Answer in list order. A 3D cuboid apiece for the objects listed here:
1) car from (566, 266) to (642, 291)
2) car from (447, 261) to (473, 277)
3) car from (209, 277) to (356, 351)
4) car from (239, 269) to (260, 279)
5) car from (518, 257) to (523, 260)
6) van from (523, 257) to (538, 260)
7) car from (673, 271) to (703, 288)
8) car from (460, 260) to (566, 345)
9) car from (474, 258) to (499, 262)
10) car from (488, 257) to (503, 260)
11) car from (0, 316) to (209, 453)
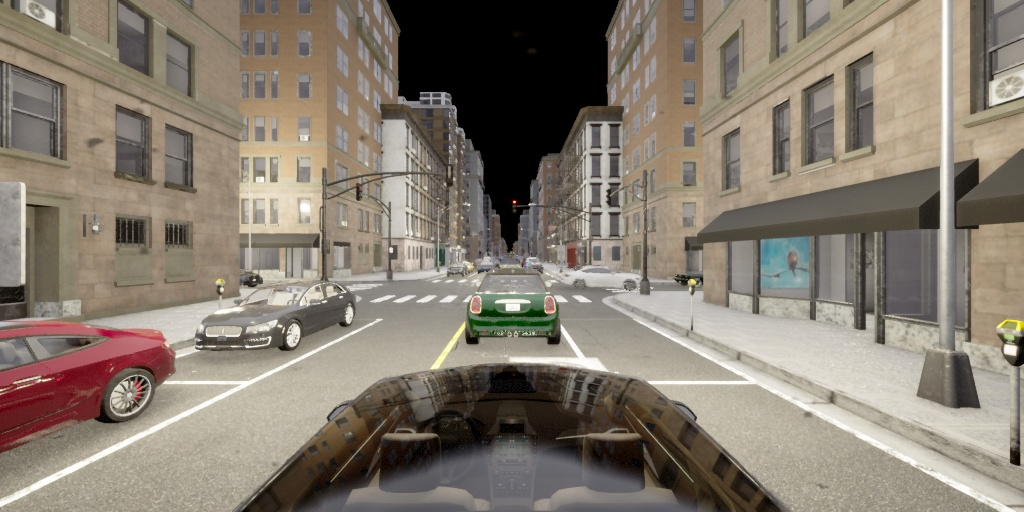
[{"bbox_3d":[5.478,1.309,21.807,4.674,1.442,1.812,0,1,13],"label":"car"},{"bbox_3d":[-5.393,1.296,35.719,2.007,1.370,4.403,0,0,0],"label":"car"},{"bbox_3d":[-5.389,1.300,8.843,2.007,1.370,4.403,0,0,0],"label":"car"},{"bbox_3d":[-17.145,1.223,21.077,4.181,1.385,1.994,0,0,0],"label":"car"},{"bbox_3d":[2.640,1.056,62.752,2.192,1.841,5.009,0,0,0],"label":"car"},{"bbox_3d":[2.637,1.084,46.533,1.690,1.789,3.998,0,0,0],"label":"van"},{"bbox_3d":[13.495,1.431,24.079,4.718,1.301,1.895,0,0,0],"label":"car"},{"bbox_3d":[0.040,1.102,9.685,2.097,1.767,4.553,0,0,1],"label":"car"},{"bbox_3d":[-2.849,1.292,40.790,2.033,1.411,5.357,0,0,0],"label":"car"},{"bbox_3d":[-2.840,1.247,57.687,1.837,1.490,4.892,0,0,0],"label":"car"},{"bbox_3d":[-5.389,1.332,3.161,1.802,1.307,4.207,0,0,0],"label":"car"}]
